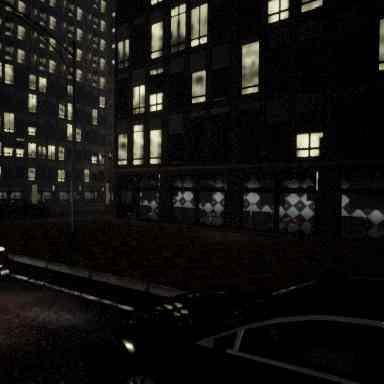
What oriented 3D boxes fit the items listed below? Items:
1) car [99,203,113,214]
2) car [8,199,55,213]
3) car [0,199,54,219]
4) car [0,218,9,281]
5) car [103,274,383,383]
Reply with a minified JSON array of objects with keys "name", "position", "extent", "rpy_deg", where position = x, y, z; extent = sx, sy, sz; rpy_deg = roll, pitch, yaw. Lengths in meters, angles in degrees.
[{"name":"car","position":[-8.840,1.828,39.763],"extent":[1.752,1.417,4.829],"rpy_deg":[1,0,36]},{"name":"car","position":[-19.136,1.641,39.915],"extent":[1.752,1.417,4.829],"rpy_deg":[1,0,36]},{"name":"car","position":[-15.628,1.517,30.544],"extent":[2.192,1.841,5.009],"rpy_deg":[1,0,36]},{"name":"car","position":[-6.454,1.487,8.264],"extent":[4.902,1.511,2.128],"rpy_deg":[0,0,36]},{"name":"car","position":[1.331,1.491,2.731],"extent":[4.902,1.511,2.128],"rpy_deg":[0,0,35]}]
